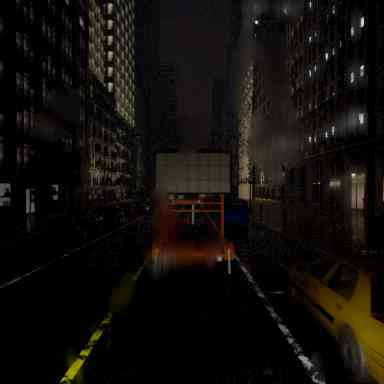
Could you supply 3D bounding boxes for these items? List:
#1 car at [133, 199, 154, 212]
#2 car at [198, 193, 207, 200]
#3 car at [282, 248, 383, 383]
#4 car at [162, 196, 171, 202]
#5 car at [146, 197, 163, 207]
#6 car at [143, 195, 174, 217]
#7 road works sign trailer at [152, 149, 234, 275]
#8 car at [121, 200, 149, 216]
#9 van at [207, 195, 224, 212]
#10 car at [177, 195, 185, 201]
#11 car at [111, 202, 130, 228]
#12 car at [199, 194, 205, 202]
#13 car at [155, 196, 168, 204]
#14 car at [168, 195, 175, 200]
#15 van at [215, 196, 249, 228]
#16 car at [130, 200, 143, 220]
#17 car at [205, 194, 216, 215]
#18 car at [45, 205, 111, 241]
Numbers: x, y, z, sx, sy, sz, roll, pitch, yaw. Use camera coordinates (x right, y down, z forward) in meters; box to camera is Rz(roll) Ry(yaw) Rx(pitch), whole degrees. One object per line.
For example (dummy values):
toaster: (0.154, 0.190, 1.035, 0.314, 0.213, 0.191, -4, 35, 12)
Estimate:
car: (-5.626, 1.573, 39.156, 1.802, 1.307, 4.206, -1, 0, 0)
car: (2.849, 1.291, 90.293, 2.192, 1.841, 5.009, -1, 0, 0)
car: (2.690, 1.524, 5.208, 1.752, 1.417, 4.829, -1, 0, 0)
car: (-5.562, 1.564, 73.258, 1.802, 1.307, 4.206, -1, 0, 0)
car: (-5.605, 1.539, 50.523, 2.008, 1.369, 4.403, -1, 0, 0)
car: (-3.045, 1.345, 30.787, 2.097, 1.767, 4.553, 0, 0, 0)
road works sign trailer: (0.033, 0.462, 10.460, 2.380, 3.560, 2.880, 0, 0, 0)
car: (-5.638, 1.543, 33.472, 2.008, 1.369, 4.403, -1, 0, 0)
van: (2.752, 1.332, 39.140, 1.690, 1.788, 3.998, -1, 0, 0)
car: (-2.841, 1.526, 85.660, 2.033, 1.411, 5.357, 0, 0, 0)
car: (-5.658, 1.561, 22.105, 1.947, 1.339, 4.313, -1, 0, 0)
car: (2.797, 1.536, 61.874, 2.008, 1.369, 4.403, -1, 0, 0)
car: (-5.583, 1.536, 61.890, 2.008, 1.369, 4.403, -1, 0, 0)
car: (-5.530, 1.502, 90.139, 1.752, 1.417, 4.829, -1, 0, 0)
van: (2.720, 1.336, 22.089, 1.690, 1.788, 3.998, -1, 0, 0)
car: (-5.648, 1.538, 27.789, 1.887, 1.381, 4.507, -1, 0, 0)
car: (2.741, 1.307, 33.457, 2.192, 1.841, 5.009, -1, 0, 0)
car: (-5.669, 1.547, 16.421, 2.008, 1.369, 4.403, -1, 0, 0)
